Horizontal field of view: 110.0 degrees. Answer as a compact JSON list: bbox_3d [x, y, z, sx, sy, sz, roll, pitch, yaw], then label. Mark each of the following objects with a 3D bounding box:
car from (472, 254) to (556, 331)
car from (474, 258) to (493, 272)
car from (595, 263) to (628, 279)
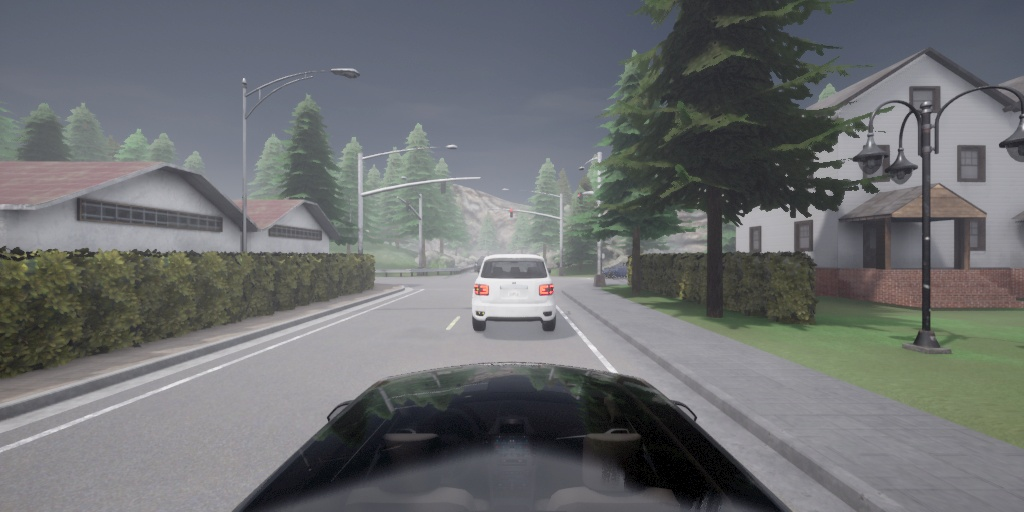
[{"bbox_3d":[0.066,0.971,11.088,2.150,2.045,5.566,0,0,0],"label":"car"},{"bbox_3d":[-3.582,1.102,45.572,2.097,1.767,4.553,0,0,0],"label":"car"},{"bbox_3d":[10.024,1.282,31.160,5.357,1.411,2.033,0,0,0],"label":"car"}]
